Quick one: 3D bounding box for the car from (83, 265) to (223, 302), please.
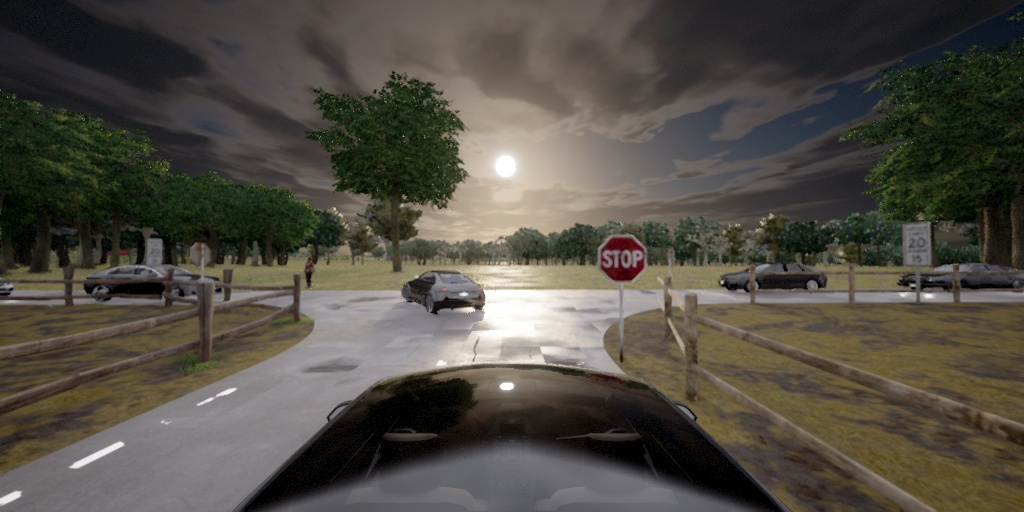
[{"bbox_3d":[-15.227,1.118,15.388,4.902,1.511,2.128,0,-1,0],"label":"car"}]

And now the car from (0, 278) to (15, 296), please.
[{"bbox_3d":[-24.572,1.147,15.394,4.674,1.442,1.812,0,-1,0],"label":"car"}]

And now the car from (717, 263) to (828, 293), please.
[{"bbox_3d":[13.142,1.094,18.264,4.892,1.490,1.837,0,-1,1],"label":"car"}]

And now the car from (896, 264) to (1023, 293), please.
[{"bbox_3d":[22.972,1.089,18.095,5.357,1.411,2.033,0,-1,2],"label":"car"}]

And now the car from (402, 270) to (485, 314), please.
[{"bbox_3d":[-2.683,1.211,13.574,1.994,1.385,4.181,2,0,-33],"label":"car"}]

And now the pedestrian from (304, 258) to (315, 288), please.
[{"bbox_3d":[-12.102,0.985,21.364,0.375,1.860,0.375,0,-1,0],"label":"pedestrian"}]
